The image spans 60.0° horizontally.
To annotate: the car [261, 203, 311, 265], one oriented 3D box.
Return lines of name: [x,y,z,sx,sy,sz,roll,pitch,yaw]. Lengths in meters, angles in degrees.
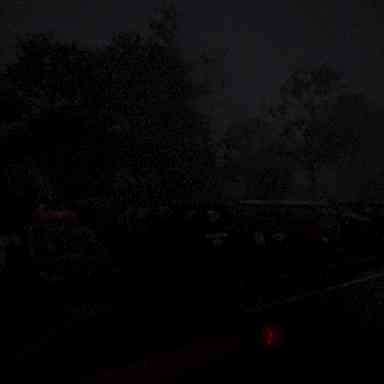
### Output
car: [1.343,1.395,11.356,2.185,1.767,4.553,1,0,-36]

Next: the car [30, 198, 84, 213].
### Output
car: [-8.569,1.376,20.352,2.185,1.767,4.553,0,0,-36]

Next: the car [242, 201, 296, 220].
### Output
car: [7.253,1.680,31.738,2.163,1.488,4.792,1,0,-36]

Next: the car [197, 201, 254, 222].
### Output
car: [2.744,1.607,28.469,2.097,1.535,5.008,1,0,-36]

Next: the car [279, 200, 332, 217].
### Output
car: [11.802,1.700,34.951,2.097,1.535,5.008,1,0,-36]

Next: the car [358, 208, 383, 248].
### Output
car: [5.889,1.565,14.637,2.231,1.521,4.892,1,0,-36]

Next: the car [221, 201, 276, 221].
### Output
car: [5.022,1.658,30.070,2.163,1.488,4.792,1,0,-36]

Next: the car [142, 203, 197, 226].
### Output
car: [-1.790,1.603,25.230,2.002,1.452,4.674,1,0,-36]

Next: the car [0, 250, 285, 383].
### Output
car: [-1.143,1.569,2.870,4.181,1.385,1.994,0,0,-36]

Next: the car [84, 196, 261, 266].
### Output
car: [-0.971,1.251,9.778,2.435,2.045,5.566,0,0,-36]

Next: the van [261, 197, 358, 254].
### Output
van: [3.674,1.317,12.918,1.878,1.987,4.442,1,0,-36]

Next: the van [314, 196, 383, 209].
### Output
van: [8.099,1.360,16.368,1.878,1.987,4.442,1,0,-36]

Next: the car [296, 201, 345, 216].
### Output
car: [13.964,1.765,36.502,2.002,1.452,4.674,1,0,-36]

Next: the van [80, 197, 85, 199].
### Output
van: [-6.391,1.294,22.088,1.878,1.987,4.442,0,0,-36]

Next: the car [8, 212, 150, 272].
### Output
car: [-3.243,1.485,8.130,2.231,1.521,4.892,0,0,-36]

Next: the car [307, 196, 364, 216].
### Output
car: [16.346,1.504,38.174,2.435,2.045,5.566,1,0,-36]

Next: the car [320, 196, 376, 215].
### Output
car: [18.511,1.533,39.723,2.435,2.045,5.566,1,0,-36]

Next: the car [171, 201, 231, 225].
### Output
car: [0.582,1.582,26.701,1.946,1.575,5.366,1,0,-36]
